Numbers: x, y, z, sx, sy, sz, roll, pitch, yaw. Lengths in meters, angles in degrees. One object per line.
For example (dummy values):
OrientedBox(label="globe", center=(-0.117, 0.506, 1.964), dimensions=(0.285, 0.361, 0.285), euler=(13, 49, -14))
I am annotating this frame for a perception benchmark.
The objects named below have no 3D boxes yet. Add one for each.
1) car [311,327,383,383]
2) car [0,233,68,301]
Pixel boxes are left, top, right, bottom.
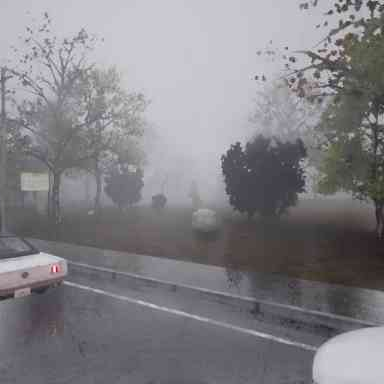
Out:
OrientedBox(label="car", center=(3.078, 1.526, 1.812), dimensions=(4.674, 1.442, 1.812), euler=(0, 0, 35))
OrientedBox(label="car", center=(-4.991, 1.601, 7.547), dimensions=(4.718, 1.301, 1.895), euler=(0, 0, 35))
